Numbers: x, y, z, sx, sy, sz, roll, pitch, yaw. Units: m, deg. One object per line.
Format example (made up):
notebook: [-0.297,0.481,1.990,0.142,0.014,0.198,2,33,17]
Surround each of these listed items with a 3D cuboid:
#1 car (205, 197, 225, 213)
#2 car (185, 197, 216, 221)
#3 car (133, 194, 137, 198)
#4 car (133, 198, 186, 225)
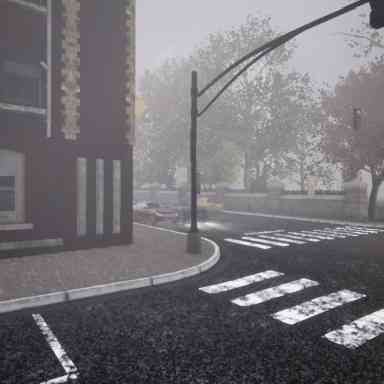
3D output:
car: [0.979,1.129,30.571,1.752,1.417,4.829,1,0,-36]
car: [-0.626,1.241,22.886,1.994,1.385,4.181,0,1,-36]
car: [-8.651,0.864,43.897,2.008,1.369,4.403,1,0,-36]
car: [-2.474,1.257,21.042,1.802,1.307,4.206,2,0,-36]
